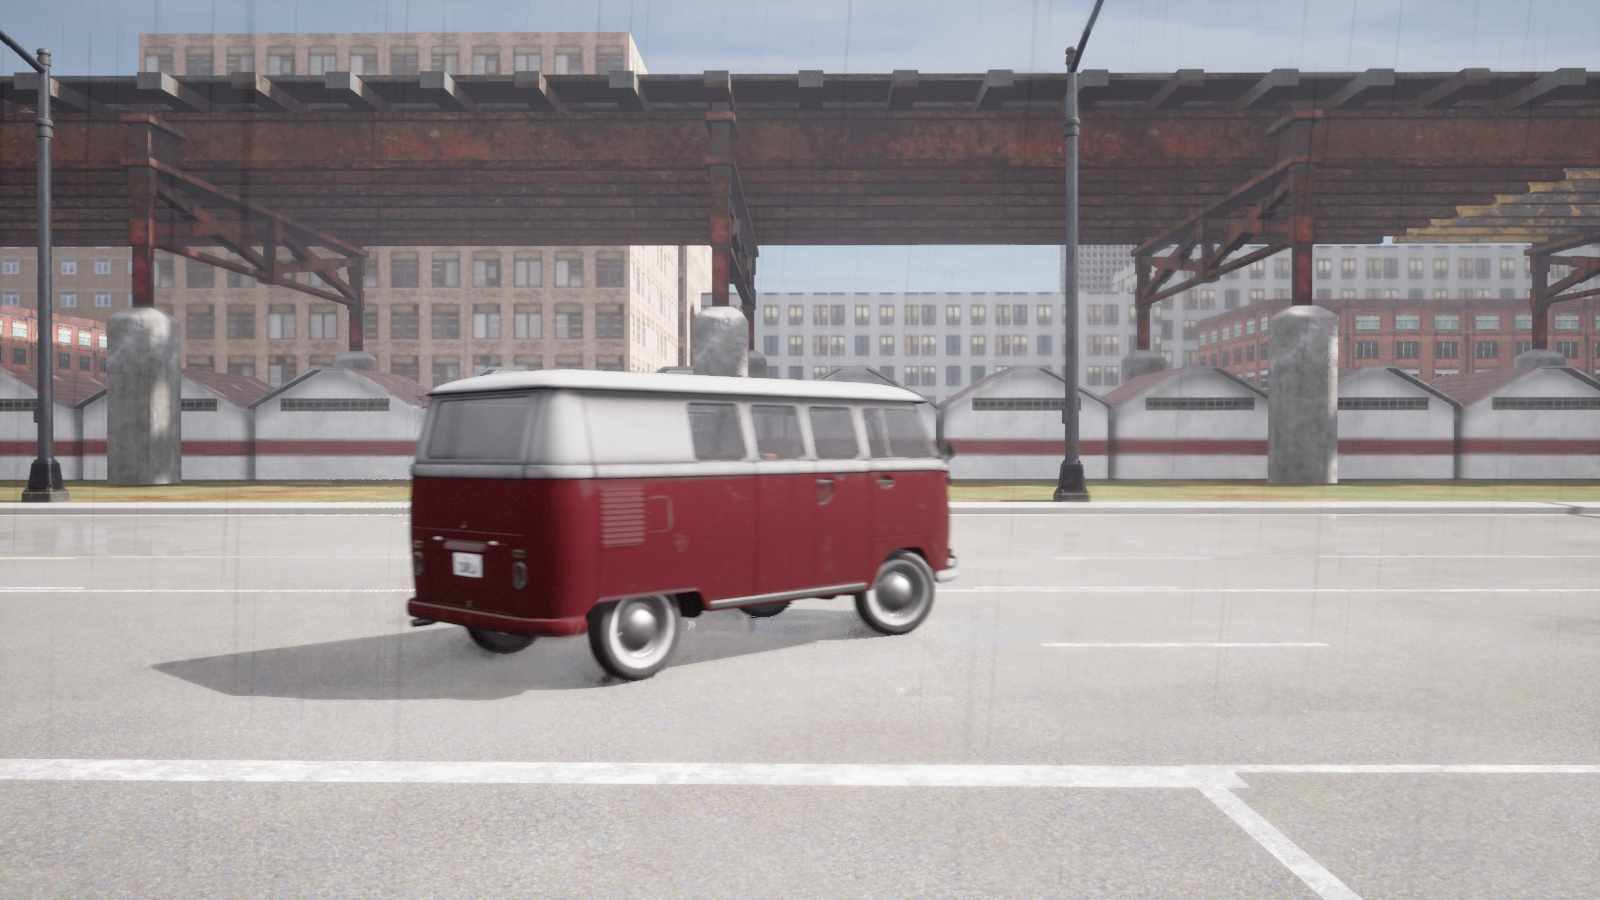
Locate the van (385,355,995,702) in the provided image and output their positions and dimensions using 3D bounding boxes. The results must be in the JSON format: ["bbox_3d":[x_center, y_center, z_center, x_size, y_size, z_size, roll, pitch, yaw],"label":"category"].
[{"bbox_3d":[-0.591,0.445,9.384,1.775,1.987,4.442,0,0,45],"label":"van"}]
